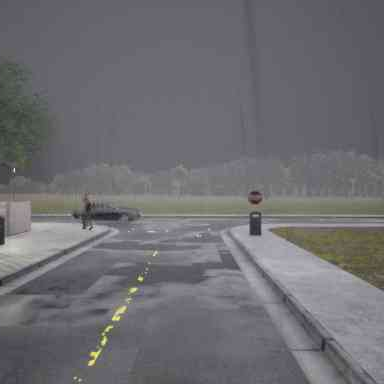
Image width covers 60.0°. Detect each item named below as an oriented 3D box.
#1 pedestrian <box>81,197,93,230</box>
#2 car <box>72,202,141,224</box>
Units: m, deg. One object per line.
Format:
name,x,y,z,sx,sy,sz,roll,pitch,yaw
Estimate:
pedestrian,-5.698,1.143,17.950,0.375,1.860,0.375,0,0,0
car,-6.168,1.483,24.181,4.902,1.511,2.128,0,0,0
